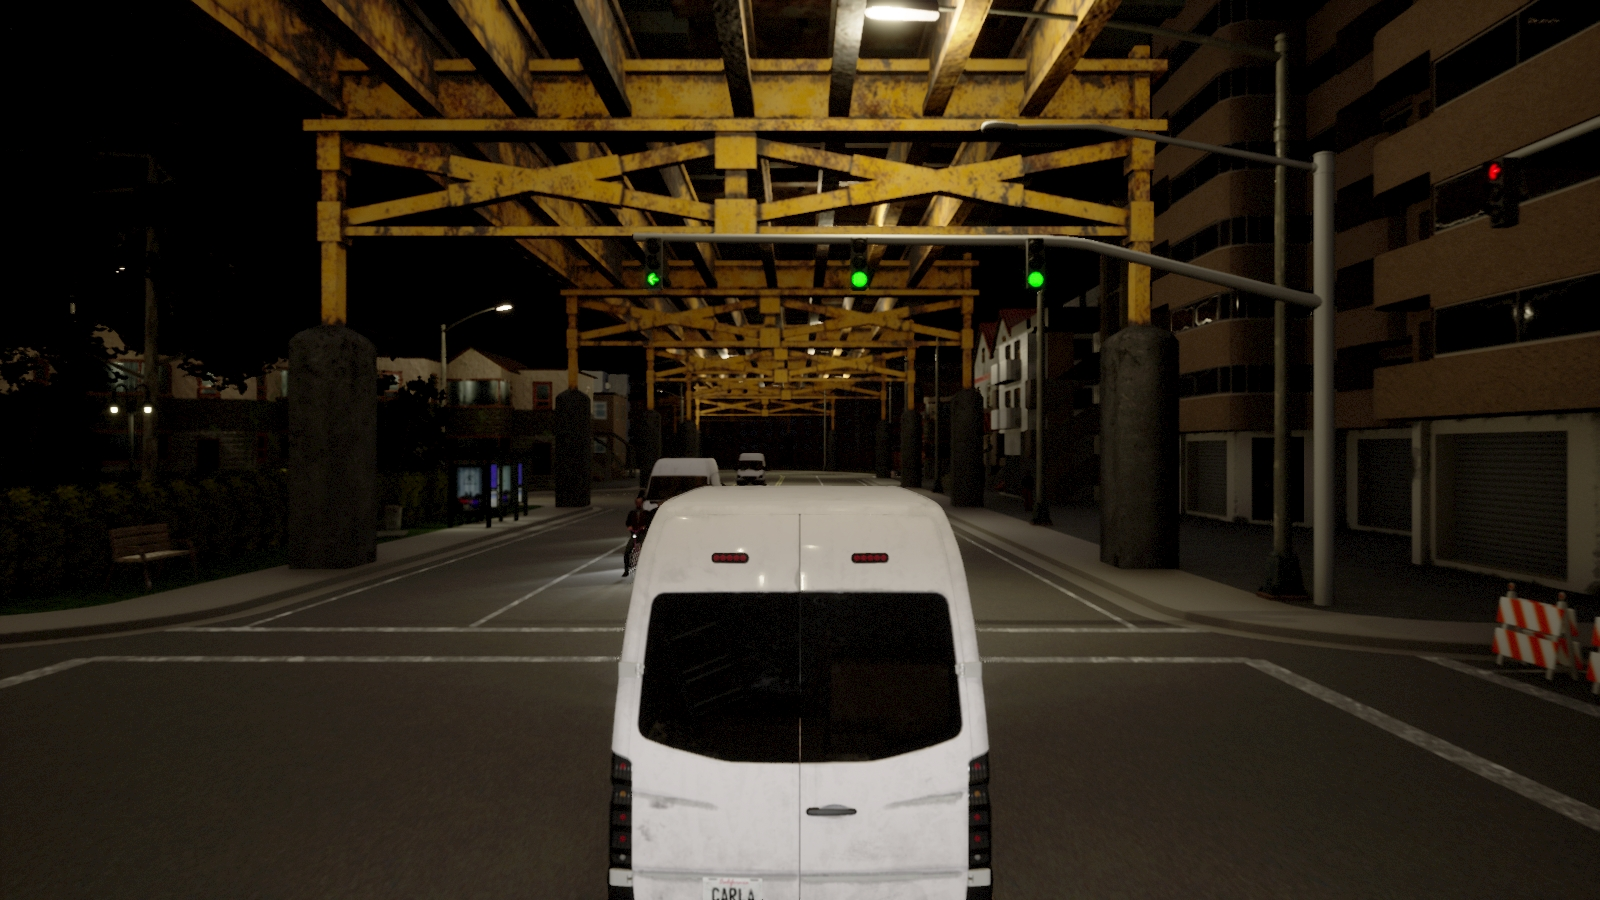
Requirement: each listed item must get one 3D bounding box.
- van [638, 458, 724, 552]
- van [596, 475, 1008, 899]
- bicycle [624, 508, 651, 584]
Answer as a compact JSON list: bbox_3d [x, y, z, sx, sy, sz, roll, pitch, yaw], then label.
[{"bbox_3d":[-3.487,1.535,34.513,1.988,2.561,5.915,0,0,0],"label":"van"},{"bbox_3d":[0.009,1.534,8.470,1.988,2.561,5.915,0,0,0],"label":"van"},{"bbox_3d":[-3.496,2.048,24.649,0.329,1.496,1.835,0,0,0],"label":"bicycle"}]
